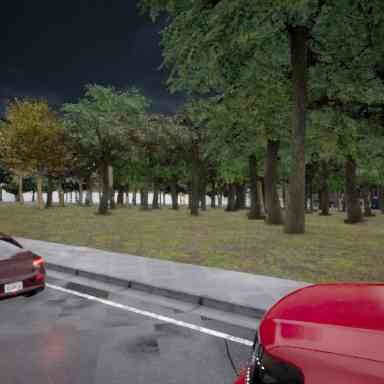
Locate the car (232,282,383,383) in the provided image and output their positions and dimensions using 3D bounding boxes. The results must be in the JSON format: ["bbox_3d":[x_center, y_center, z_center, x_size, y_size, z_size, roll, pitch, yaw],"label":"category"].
[{"bbox_3d":[2.923,1.222,1.601,5.566,2.045,2.150,0,0,35],"label":"car"}]

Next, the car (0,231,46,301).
[{"bbox_3d":[-5.036,1.524,7.258,4.674,1.442,1.812,0,0,36],"label":"car"}]
